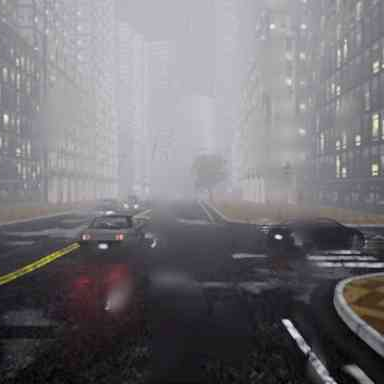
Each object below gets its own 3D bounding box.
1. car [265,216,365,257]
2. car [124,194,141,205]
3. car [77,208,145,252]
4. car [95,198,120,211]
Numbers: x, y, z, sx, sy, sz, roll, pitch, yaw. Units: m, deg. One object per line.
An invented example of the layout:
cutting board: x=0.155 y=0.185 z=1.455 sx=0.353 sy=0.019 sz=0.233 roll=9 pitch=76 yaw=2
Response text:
car: x=5.011 y=1.658 z=13.469 sx=4.181 sy=1.385 sz=1.994 roll=0 pitch=1 yaw=-29
car: x=-9.849 y=1.189 z=55.229 sx=2.097 sy=1.767 sz=4.553 roll=0 pitch=0 yaw=0
car: x=-3.152 y=1.610 z=14.068 sx=1.895 sy=1.301 sz=4.718 roll=0 pitch=1 yaw=0
car: x=-9.873 y=1.431 z=39.227 sx=2.033 sy=1.411 sz=5.357 roll=0 pitch=0 yaw=0
